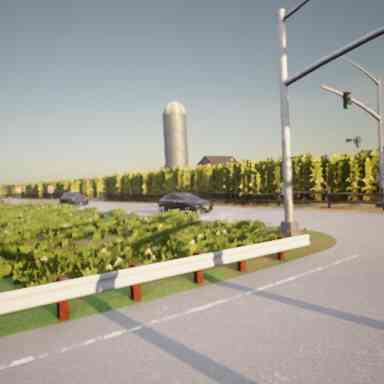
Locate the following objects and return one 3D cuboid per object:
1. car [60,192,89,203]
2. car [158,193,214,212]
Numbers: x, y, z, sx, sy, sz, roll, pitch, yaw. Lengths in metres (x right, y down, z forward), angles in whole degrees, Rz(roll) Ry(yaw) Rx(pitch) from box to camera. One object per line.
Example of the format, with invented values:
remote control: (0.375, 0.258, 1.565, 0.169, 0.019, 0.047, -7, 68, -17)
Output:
car: (-14.096, 0.780, 39.684, 2.097, 1.767, 4.553, -5, 3, -40)
car: (-0.565, 0.820, 23.798, 1.837, 1.490, 4.892, -5, 3, -41)
